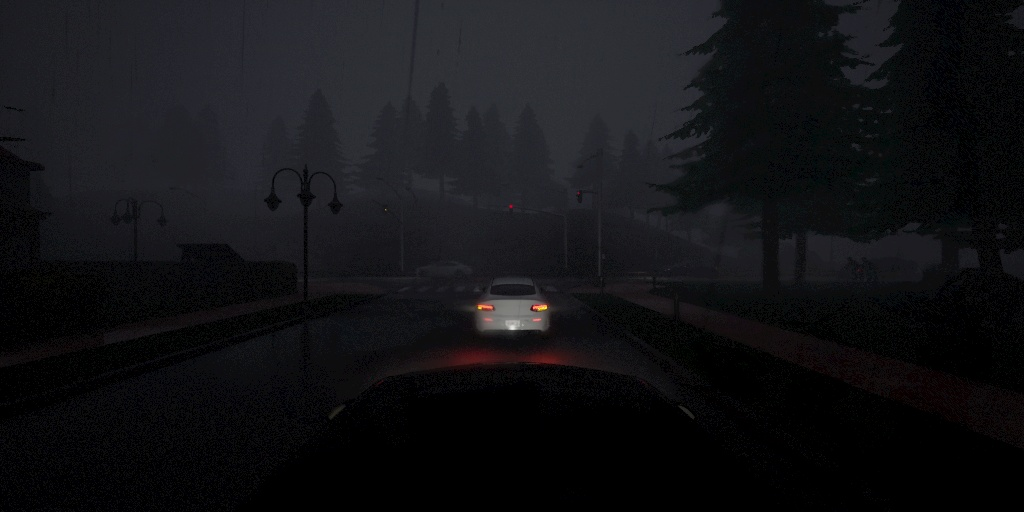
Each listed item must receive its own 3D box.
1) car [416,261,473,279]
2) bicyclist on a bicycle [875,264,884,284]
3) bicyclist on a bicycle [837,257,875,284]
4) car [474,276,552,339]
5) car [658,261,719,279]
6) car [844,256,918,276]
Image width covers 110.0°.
[{"bbox_3d":[-5.580,1.123,29.754,4.674,1.442,1.812,0,1,0],"label":"car"},{"bbox_3d":[21.777,0.892,21.987,0.582,1.620,1.656,0,0,-14],"label":"bicyclist on a bicycle"},{"bbox_3d":[21.130,0.891,22.247,0.582,1.620,1.656,0,0,-16],"label":"bicyclist on a bicycle"},{"bbox_3d":[0.021,1.276,9.964,1.812,1.442,4.674,0,0,0],"label":"car"},{"bbox_3d":[14.666,1.113,29.900,4.674,1.442,1.812,0,0,0],"label":"car"},{"bbox_3d":[30.674,0.783,29.920,5.008,1.535,1.882,0,0,0],"label":"car"}]
